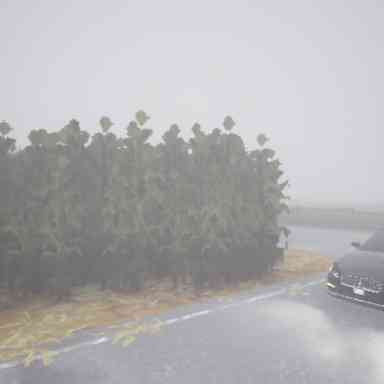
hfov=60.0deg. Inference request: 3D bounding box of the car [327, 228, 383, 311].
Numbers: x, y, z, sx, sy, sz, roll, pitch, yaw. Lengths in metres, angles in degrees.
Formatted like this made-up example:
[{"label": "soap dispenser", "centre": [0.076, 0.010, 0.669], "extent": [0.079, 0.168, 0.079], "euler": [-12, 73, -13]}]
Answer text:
[{"label": "car", "centre": [4.991, 1.527, 7.428], "extent": [4.892, 1.490, 1.837], "euler": [-1, 0, -35]}]
